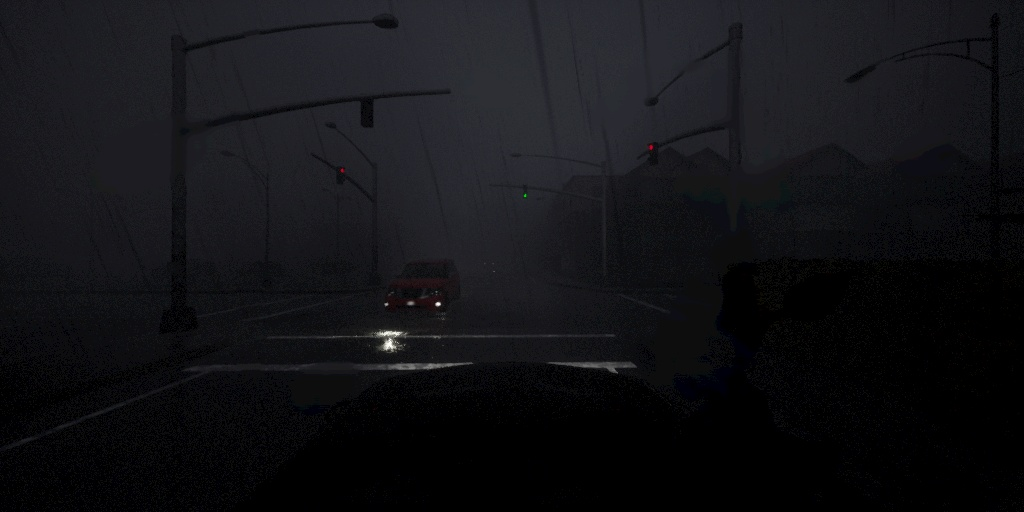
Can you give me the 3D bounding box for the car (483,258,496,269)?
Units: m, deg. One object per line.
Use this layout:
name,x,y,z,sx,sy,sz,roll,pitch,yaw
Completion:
car,-3.532,1.100,56.993,1.837,1.490,4.892,0,0,0

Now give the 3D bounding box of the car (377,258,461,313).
car,-3.503,1.185,15.143,2.150,2.045,5.566,0,2,0
